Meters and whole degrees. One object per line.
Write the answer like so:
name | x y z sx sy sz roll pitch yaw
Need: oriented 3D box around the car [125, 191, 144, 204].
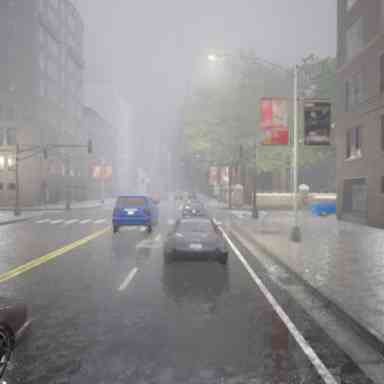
car | -9.723 0.934 56.578 2.150 2.045 5.566 0 0 1

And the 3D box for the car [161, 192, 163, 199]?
car | -6.481 1.189 56.421 1.882 1.535 5.008 0 0 1

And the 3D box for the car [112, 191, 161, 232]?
car | -3.212 1.130 19.533 2.150 2.045 5.566 0 1 -2

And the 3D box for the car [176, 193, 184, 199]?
car | -3.130 1.032 88.579 1.895 1.301 4.718 0 0 0

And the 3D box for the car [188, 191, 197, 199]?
car | 0.120 0.662 88.572 2.150 2.045 5.566 0 0 0

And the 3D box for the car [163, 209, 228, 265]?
car | 0.115 1.509 11.491 1.994 1.385 4.181 0 0 0

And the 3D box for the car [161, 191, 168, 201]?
car | -6.403 0.849 71.840 2.150 2.045 5.566 0 0 0

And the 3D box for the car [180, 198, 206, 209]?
car | 0.136 1.421 26.280 2.033 1.411 5.357 0 0 0

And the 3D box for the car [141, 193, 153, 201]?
car | -9.652 1.099 72.265 1.882 1.535 5.008 0 0 0

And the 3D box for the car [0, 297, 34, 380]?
car | -3.152 1.537 2.149 2.033 1.411 5.357 0 0 1

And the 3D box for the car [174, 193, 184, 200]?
car | -3.144 1.105 78.134 2.128 1.511 4.902 0 0 0

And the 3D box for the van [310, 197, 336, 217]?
van | 12.203 1.269 28.399 3.998 1.788 1.690 0 0 1

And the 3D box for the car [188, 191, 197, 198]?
car | 0.107 1.080 78.131 1.837 1.490 4.892 0 0 0
